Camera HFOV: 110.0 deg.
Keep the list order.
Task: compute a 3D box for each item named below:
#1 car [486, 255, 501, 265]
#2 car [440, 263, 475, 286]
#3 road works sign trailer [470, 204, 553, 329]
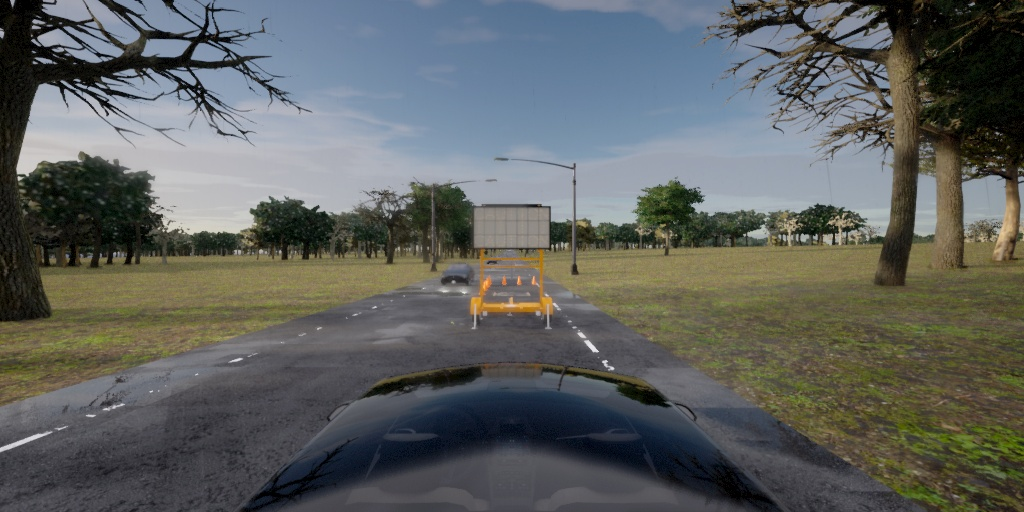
[{"bbox_3d":[-3.610,0.909,65.028,2.033,1.411,5.357,0,1,1],"label":"car"},{"bbox_3d":[-3.622,1.219,24.890,2.033,1.411,5.357,0,0,0],"label":"car"},{"bbox_3d":[-0.010,0.197,11.146,2.380,3.560,2.880,0,0,0],"label":"road works sign trailer"}]
